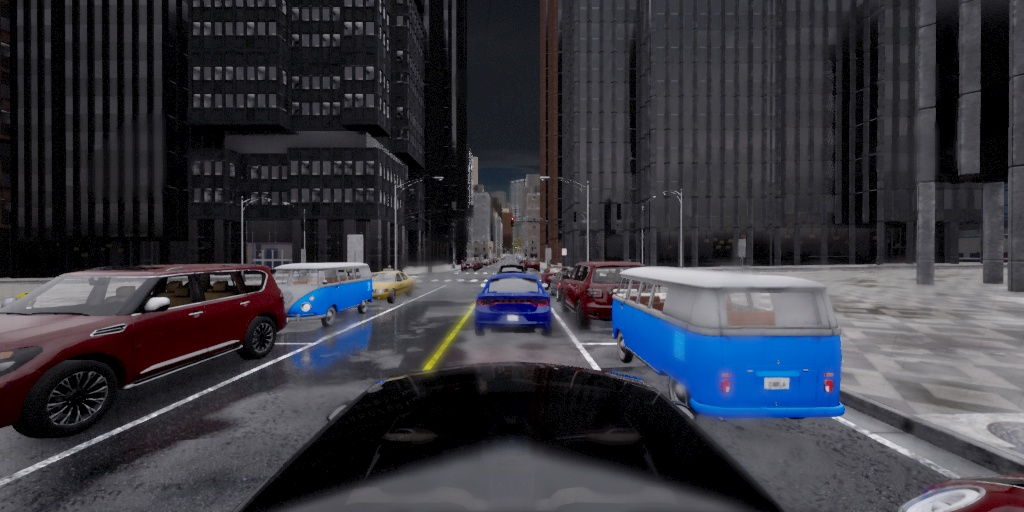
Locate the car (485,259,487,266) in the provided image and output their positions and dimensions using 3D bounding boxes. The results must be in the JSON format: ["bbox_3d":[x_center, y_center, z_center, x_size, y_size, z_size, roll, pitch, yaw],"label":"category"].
[{"bbox_3d":[-5.771,1.347,60.501,1.948,1.339,4.313,0,0,0],"label":"car"}]

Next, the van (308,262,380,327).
[{"bbox_3d":[-5.766,1.090,11.127,1.690,1.789,3.998,0,0,0],"label":"van"}]

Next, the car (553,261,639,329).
[{"bbox_3d":[2.764,1.064,11.115,2.192,1.841,5.009,0,0,0],"label":"car"}]

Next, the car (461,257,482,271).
[{"bbox_3d":[-5.769,1.084,49.215,2.192,1.841,5.009,0,0,0],"label":"car"}]

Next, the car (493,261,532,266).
[{"bbox_3d":[-0.002,1.256,20.774,1.837,1.490,4.892,0,0,0],"label":"car"}]

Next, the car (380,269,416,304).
[{"bbox_3d":[-5.765,1.276,16.481,1.751,1.417,4.829,0,0,0],"label":"car"}]

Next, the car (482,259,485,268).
[{"bbox_3d":[-5.770,1.089,54.858,2.192,1.841,5.009,0,0,0],"label":"car"}]

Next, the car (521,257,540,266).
[{"bbox_3d":[2.756,1.084,49.206,2.192,1.841,5.009,0,0,0],"label":"car"}]

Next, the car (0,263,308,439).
[{"bbox_3d":[-5.766,1.064,5.602,2.192,1.841,5.009,0,0,0],"label":"car"}]

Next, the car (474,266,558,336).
[{"bbox_3d":[0.057,1.227,10.403,1.882,1.535,5.008,0,0,1],"label":"car"}]

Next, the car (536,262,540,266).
[{"bbox_3d":[2.760,1.297,22.166,1.888,1.381,4.507,0,0,0],"label":"car"}]

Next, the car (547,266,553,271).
[{"bbox_3d":[2.762,1.301,16.641,2.007,1.370,4.403,0,0,0],"label":"car"}]

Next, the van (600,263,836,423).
[{"bbox_3d":[2.766,1.090,5.590,1.690,1.789,3.998,0,0,0],"label":"van"}]
